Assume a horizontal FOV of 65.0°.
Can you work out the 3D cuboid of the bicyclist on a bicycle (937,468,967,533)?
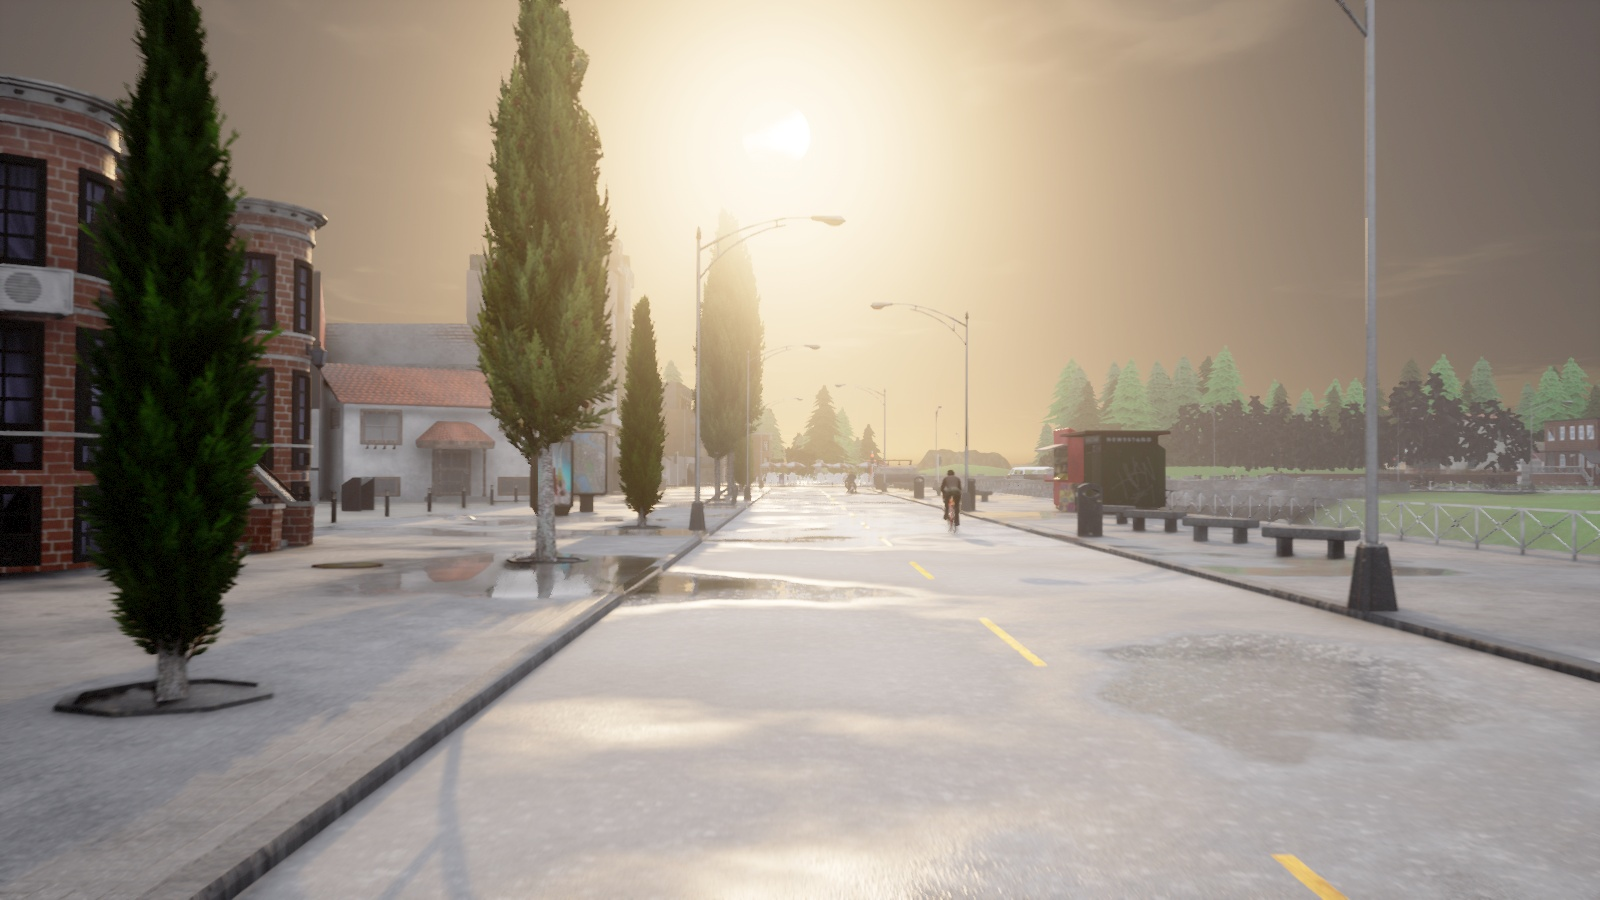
[{"bbox_3d":[3.915,1.295,32.418,0.582,1.620,1.656,0,-1,0],"label":"bicyclist on a bicycle"}]
